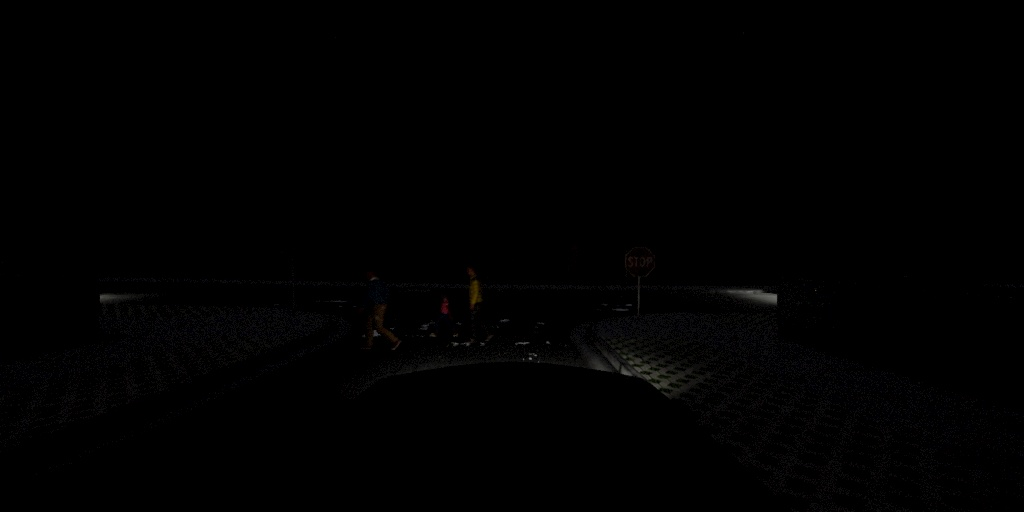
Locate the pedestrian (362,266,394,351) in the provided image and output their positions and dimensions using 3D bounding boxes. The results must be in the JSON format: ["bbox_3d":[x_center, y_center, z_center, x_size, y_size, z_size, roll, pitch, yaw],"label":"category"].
[{"bbox_3d":[-2.817,1.041,7.513,0.375,1.860,0.375,-1,1,0],"label":"pedestrian"}]

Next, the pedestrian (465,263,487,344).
[{"bbox_3d":[-0.842,1.040,8.114,0.375,1.860,0.375,-1,1,0],"label":"pedestrian"}]

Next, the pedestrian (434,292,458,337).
[{"bbox_3d":[-1.615,1.040,8.713,0.375,1.860,0.375,-1,1,0],"label":"pedestrian"}]

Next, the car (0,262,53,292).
[{"bbox_3d":[-21.254,0.947,14.428,5.357,1.411,2.033,1,1,0],"label":"car"}]

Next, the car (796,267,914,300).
[{"bbox_3d":[16.338,1.277,17.281,4.892,1.490,1.837,0,1,0],"label":"car"}]
